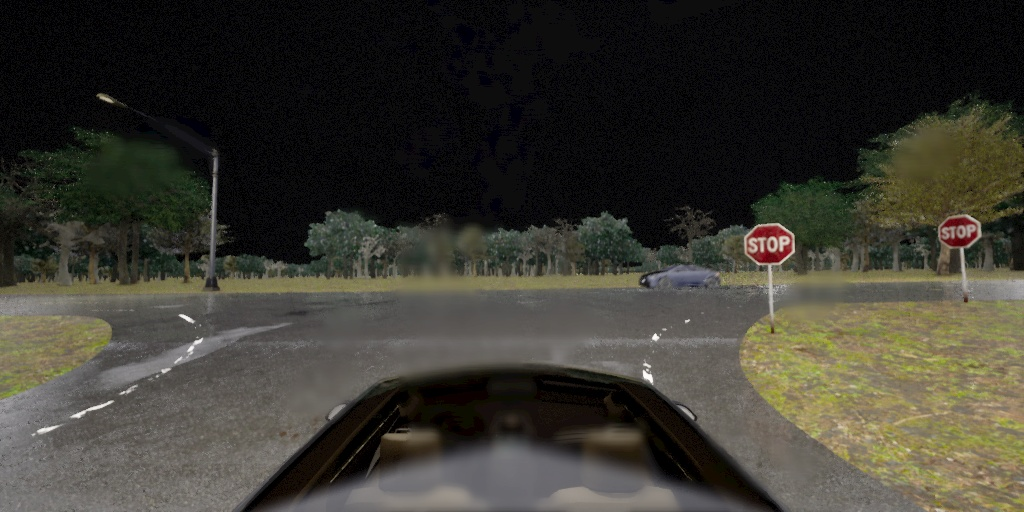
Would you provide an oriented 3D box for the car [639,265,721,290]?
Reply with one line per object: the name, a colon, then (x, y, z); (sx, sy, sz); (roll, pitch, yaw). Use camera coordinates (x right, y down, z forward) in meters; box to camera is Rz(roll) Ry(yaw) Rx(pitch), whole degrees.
car: (9.465, 1.196, 20.377); (4.181, 1.385, 1.994); (-1, -3, -1)
